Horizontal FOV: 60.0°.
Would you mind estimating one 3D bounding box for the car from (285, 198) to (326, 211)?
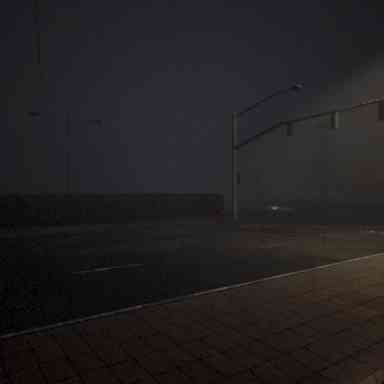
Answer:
[{"bbox_3d":[13.929,1.564,40.165,1.994,1.385,4.181,0,0,-35],"label":"car"}]

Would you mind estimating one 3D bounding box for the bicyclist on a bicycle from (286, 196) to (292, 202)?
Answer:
[{"bbox_3d":[14.426,1.453,49.142,1.656,1.620,0.582,0,0,-22],"label":"bicyclist on a bicycle"}]

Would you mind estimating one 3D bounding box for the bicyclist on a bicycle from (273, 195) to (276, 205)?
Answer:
[{"bbox_3d":[13.461,1.300,54.057,0.582,1.620,1.656,0,0,22],"label":"bicyclist on a bicycle"}]
